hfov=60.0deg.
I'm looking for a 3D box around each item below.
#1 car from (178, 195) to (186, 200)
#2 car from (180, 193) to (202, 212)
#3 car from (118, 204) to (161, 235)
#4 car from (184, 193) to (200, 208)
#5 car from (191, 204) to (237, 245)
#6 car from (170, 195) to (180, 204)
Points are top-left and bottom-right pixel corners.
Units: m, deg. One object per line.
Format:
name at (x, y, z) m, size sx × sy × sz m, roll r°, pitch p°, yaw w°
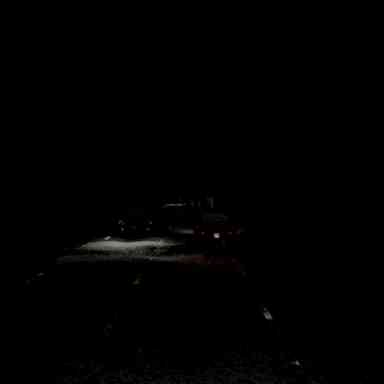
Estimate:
car at (-2.751, 1.486, 90.298) m, size 1.895 × 1.301 × 4.718 m, roll 0°, pitch 0°, yaw 0°
car at (0.043, 1.327, 37.633) m, size 2.097 × 1.767 × 4.553 m, roll 0°, pitch 0°, yaw 0°
car at (-2.851, 1.466, 18.900) m, size 1.882 × 1.535 × 5.008 m, roll 0°, pitch 0°, yaw 0°
car at (0.003, 1.186, 47.726) m, size 2.150 × 2.045 × 5.566 m, roll 0°, pitch 0°, yaw 0°
car at (0.962, 1.517, 15.329) m, size 1.812 × 1.442 × 4.674 m, roll 0°, pitch 0°, yaw 0°
car at (-2.794, 1.302, 60.366) m, size 2.097 × 1.767 × 4.553 m, roll 0°, pitch 0°, yaw 1°
